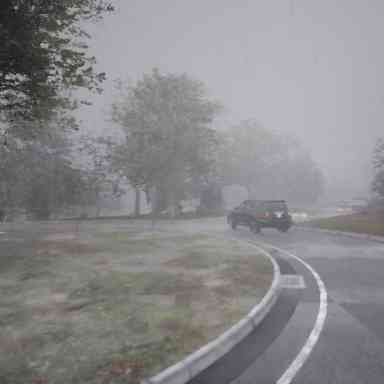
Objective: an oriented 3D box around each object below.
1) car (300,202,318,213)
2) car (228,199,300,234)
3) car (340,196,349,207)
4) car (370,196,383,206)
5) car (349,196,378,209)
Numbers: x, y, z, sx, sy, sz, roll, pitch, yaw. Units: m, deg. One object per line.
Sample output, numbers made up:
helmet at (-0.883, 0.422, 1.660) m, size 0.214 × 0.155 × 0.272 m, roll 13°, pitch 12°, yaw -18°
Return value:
car at (14.966, 2.043, 43.973) m, size 1.895 × 1.301 × 4.718 m, roll -1°, pitch -1°, yaw 40°
car at (4.184, 1.477, 21.337) m, size 2.150 × 2.045 × 5.566 m, roll -1°, pitch -1°, yaw -16°
car at (28.377, 1.718, 59.805) m, size 2.150 × 2.045 × 5.566 m, roll -1°, pitch -1°, yaw 40°
car at (34.931, 1.639, 62.167) m, size 2.097 × 1.767 × 4.553 m, roll -1°, pitch -1°, yaw 40°
car at (27.490, 1.642, 53.251) m, size 2.150 × 2.045 × 5.566 m, roll -1°, pitch -1°, yaw 41°
